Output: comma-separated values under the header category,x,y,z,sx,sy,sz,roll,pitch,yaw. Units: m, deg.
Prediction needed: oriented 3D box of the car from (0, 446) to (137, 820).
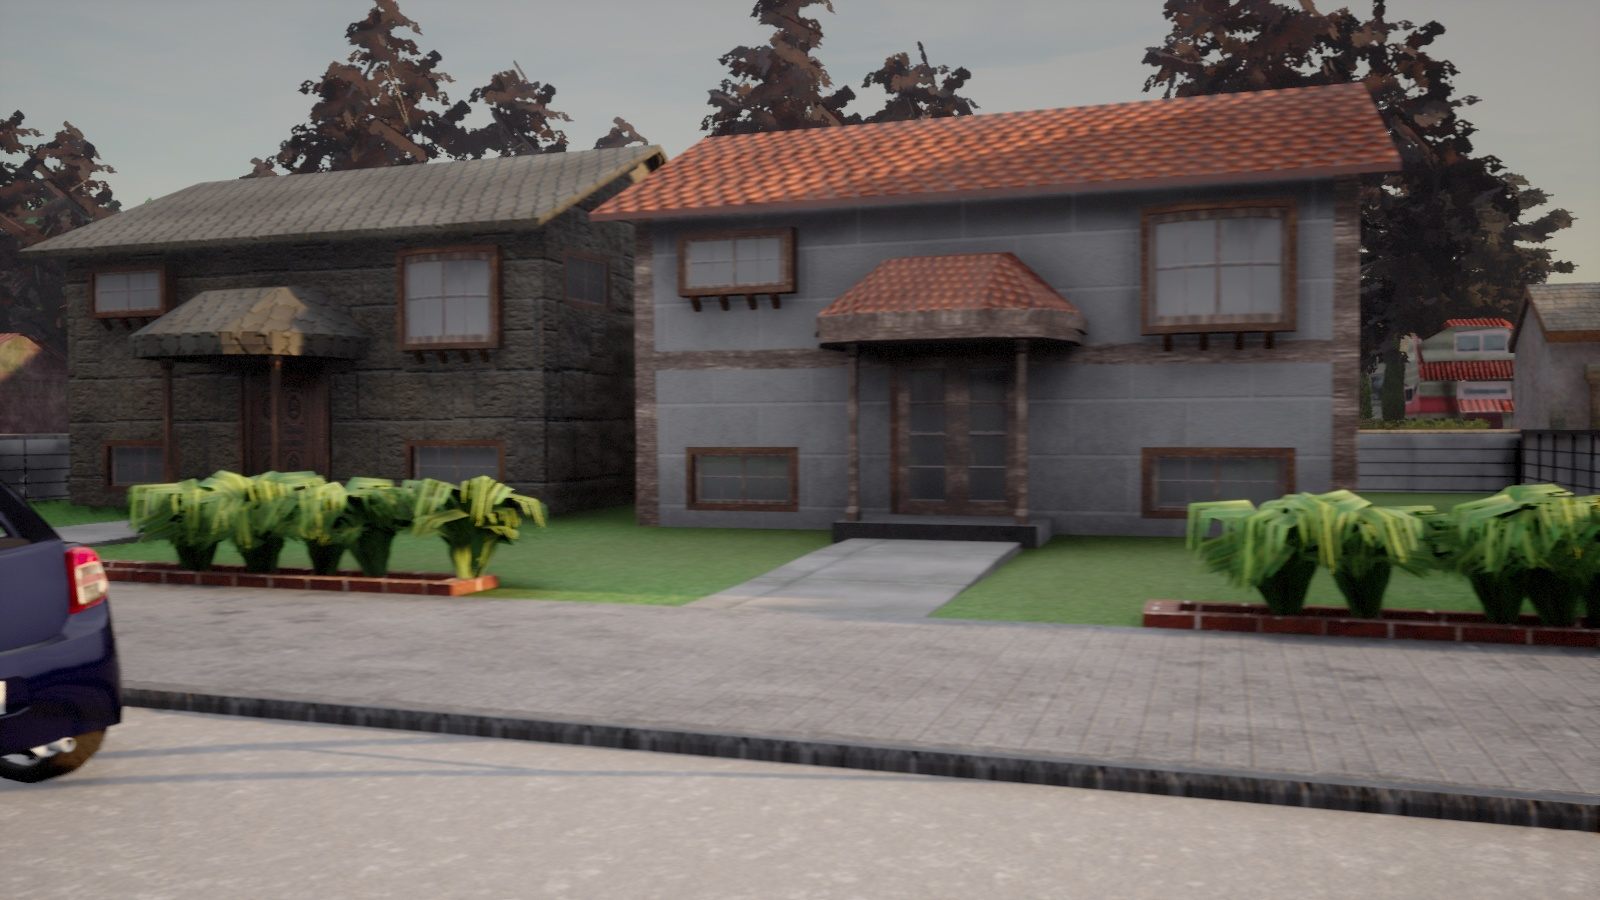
category,x,y,z,sx,sy,sz,roll,pitch,yaw
car,-5.036,0.735,5.415,3.633,1.501,1.845,1,1,19
